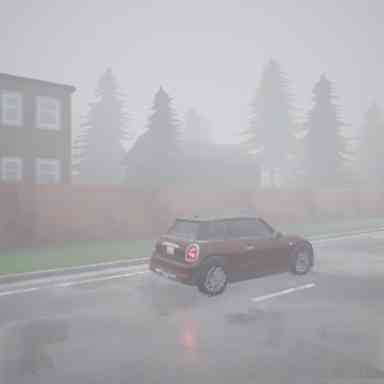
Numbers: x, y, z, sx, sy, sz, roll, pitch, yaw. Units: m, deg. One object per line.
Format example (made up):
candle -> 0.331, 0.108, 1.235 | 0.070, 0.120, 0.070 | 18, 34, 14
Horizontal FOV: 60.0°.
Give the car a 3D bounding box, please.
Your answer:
car -> 1.223, 1.368, 8.920 | 4.553, 1.767, 2.097 | 0, 0, -36
